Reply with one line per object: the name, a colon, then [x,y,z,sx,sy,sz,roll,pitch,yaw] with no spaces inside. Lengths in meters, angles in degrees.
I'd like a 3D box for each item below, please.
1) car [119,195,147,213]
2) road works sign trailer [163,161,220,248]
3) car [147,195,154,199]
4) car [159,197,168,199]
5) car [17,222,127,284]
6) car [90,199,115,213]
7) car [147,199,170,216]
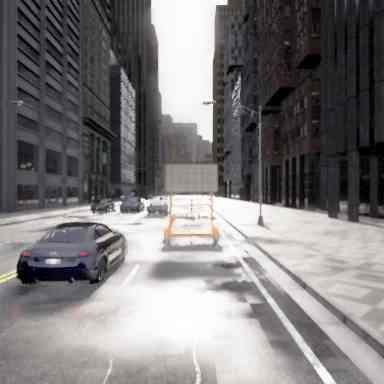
car: [-6.640,1.359,37.015,2.097,1.767,4.553,0,0,0]
road works sign trailer: [-0.017,0.450,14.637,2.380,3.560,2.880,0,0,0]
car: [-9.850,1.316,77.711,1.882,1.535,5.008,0,0,0]
car: [-6.600,1.376,77.715,2.033,1.411,5.357,0,0,0]
car: [-3.161,1.554,9.578,1.994,1.385,4.181,0,0,0]
car: [-9.890,1.514,37.108,1.837,1.490,4.892,0,0,0]
car: [-3.190,1.600,32.665,1.895,1.301,4.718,0,0,0]
